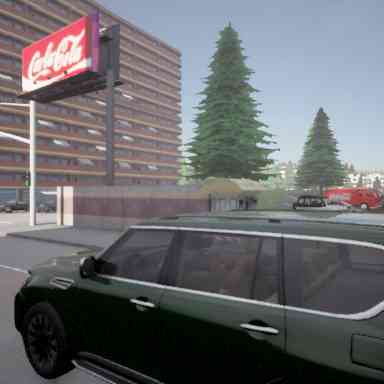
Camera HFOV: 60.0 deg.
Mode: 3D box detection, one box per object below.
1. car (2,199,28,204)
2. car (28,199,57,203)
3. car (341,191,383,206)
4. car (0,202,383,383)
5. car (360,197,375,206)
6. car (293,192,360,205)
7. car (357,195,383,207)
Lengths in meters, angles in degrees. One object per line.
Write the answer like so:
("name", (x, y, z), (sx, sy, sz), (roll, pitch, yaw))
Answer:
("car", (-18.823, 1.491, 36.300), (2.128, 1.511, 4.902), (0, 0, 35))
("car", (-14.865, 1.564, 35.843), (1.994, 1.385, 4.181), (0, 0, 35))
("car", (23.053, 1.117, 44.819), (4.605, 1.855, 1.932), (0, 0, 35))
("car", (0.238, 1.221, 3.823), (5.566, 2.045, 2.150), (0, 0, 35))
("car", (10.705, 1.338, 24.346), (4.193, 1.474, 1.816), (0, 0, 35))
("car", (8.767, 1.149, 22.286), (3.866, 1.878, 1.905), (0, 0, 35))
("car", (26.174, 1.285, 48.098), (3.988, 1.617, 1.851), (0, 0, 35))
